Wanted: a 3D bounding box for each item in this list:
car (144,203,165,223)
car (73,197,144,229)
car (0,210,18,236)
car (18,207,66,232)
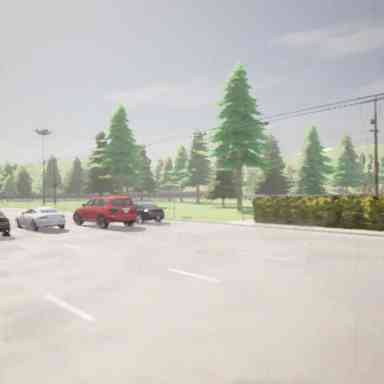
[{"bbox_3d":[-4.154,1.614,25.837,1.837,1.490,4.892,0,0,-45],"label":"car"},{"bbox_3d":[-6.008,1.342,22.736,2.150,2.045,5.566,0,0,-45],"label":"car"},{"bbox_3d":[-11.588,1.672,18.422,1.837,1.490,4.892,0,0,-45],"label":"car"},{"bbox_3d":[-9.839,1.683,21.608,1.812,1.442,4.674,0,0,-45],"label":"car"}]
